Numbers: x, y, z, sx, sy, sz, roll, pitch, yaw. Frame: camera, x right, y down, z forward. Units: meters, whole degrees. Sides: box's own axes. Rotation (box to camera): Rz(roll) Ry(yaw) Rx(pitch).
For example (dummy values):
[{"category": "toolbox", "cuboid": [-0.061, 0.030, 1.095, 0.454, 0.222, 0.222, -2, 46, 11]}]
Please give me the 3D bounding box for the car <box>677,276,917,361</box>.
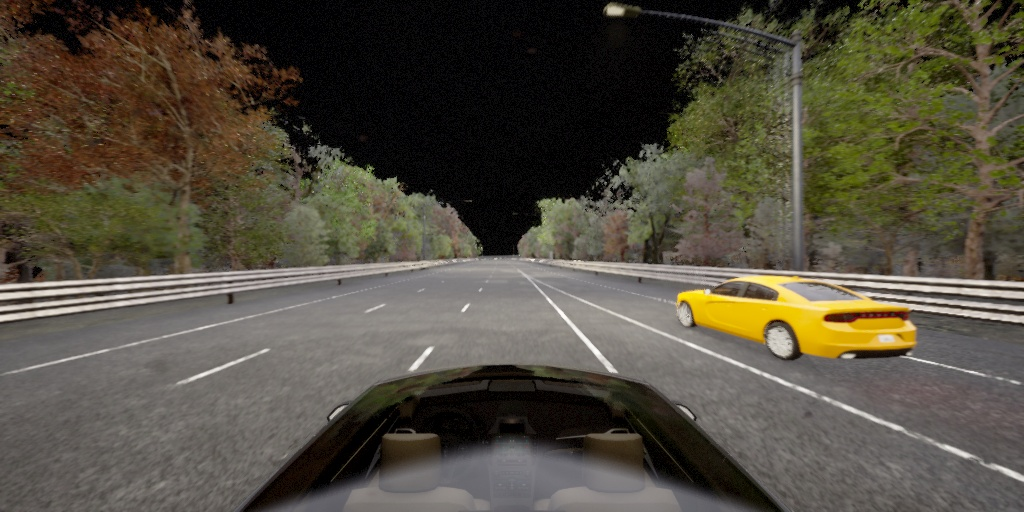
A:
[{"category": "car", "cuboid": [5.818, 1.197, 8.289, 1.882, 1.535, 5.008, 0, 0, -6]}]
